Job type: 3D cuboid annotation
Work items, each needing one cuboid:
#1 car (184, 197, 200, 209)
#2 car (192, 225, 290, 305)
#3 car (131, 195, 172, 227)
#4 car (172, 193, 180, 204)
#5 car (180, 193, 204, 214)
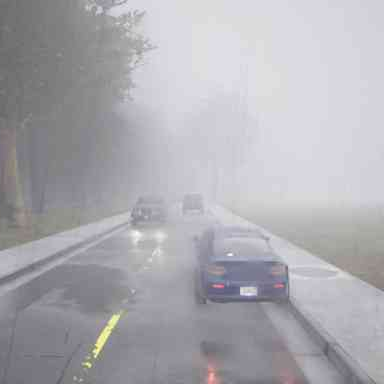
[{"bbox_3d":[0.087,1.493,46.478,2.128,1.511,4.902,0,0,1],"label":"car"},{"bbox_3d":[0.973,1.526,7.978,1.812,1.442,4.674,0,0,0],"label":"car"},{"bbox_3d":[-2.824,1.222,23.400,2.150,2.045,5.566,0,0,0],"label":"car"},{"bbox_3d":[-2.676,1.223,63.121,2.150,2.045,5.566,0,0,0],"label":"car"},{"bbox_3d":[0.116,1.222,35.902,2.150,2.045,5.566,0,0,0],"label":"car"}]
